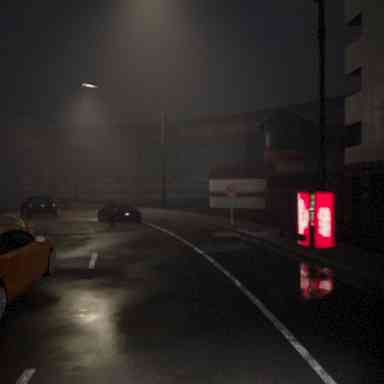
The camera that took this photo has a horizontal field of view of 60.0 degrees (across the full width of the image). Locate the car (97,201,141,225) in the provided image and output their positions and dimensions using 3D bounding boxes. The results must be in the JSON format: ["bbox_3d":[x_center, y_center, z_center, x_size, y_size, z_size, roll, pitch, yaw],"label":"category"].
[{"bbox_3d":[-4.744,1.262,21.351,1.994,1.385,4.181,0,1,-27],"label":"car"}]

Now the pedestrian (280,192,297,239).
[{"bbox_3d":[3.877,0.901,13.228,0.375,1.860,0.375,-1,1,-14],"label":"pedestrian"}]

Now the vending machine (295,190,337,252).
[{"bbox_3d":[4.416,0.973,11.899,1.100,2.100,0.880,-1,1,-13],"label":"vending machine"}]

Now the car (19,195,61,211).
[{"bbox_3d":[-12.020,1.007,25.878,2.097,1.767,4.553,-1,1,-34],"label":"car"}]

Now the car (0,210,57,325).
[{"bbox_3d":[-4.241,1.394,6.693,1.882,1.535,5.008,0,1,-8],"label":"car"}]

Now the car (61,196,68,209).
[{"bbox_3d":[-15.040,1.022,35.249,4.902,1.511,2.128,0,1,40],"label":"car"}]
